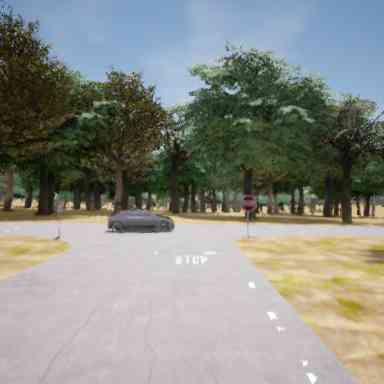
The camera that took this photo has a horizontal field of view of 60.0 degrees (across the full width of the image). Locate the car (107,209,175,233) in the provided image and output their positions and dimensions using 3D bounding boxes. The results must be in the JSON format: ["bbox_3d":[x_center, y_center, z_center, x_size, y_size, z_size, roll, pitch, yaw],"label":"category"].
[{"bbox_3d":[-3.194,1.783,21.003,4.181,1.385,1.994,1,0,-8],"label":"car"}]
